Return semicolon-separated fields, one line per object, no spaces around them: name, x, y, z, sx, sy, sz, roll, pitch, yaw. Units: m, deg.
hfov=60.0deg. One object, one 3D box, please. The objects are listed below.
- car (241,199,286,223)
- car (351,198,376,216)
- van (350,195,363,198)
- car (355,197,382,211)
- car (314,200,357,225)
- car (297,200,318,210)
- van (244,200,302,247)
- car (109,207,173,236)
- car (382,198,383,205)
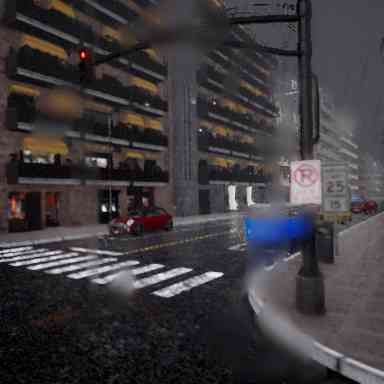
car;6.124;1.510;28.065;2.097;1.767;4.553;-2;-1;35
car;16.882;1.589;33.480;1.887;1.381;4.507;-2;-1;35
van;39.312;1.632;80.024;1.690;1.788;3.998;-2;-1;35
car;20.134;1.595;38.114;1.887;1.381;4.507;-2;-1;35
car;10.474;1.564;24.352;1.752;1.417;4.829;-1;-1;35
car;16.542;1.822;47.578;1.802;1.307;4.206;-2;-1;35
van;3.868;1.382;14.947;1.690;1.788;3.998;-1;-1;35
car;-2.977;1.664;19.775;1.967;1.590;4.097;-1;-1;35
car;33.148;1.627;56.652;2.008;1.369;4.403;-2;-1;35
